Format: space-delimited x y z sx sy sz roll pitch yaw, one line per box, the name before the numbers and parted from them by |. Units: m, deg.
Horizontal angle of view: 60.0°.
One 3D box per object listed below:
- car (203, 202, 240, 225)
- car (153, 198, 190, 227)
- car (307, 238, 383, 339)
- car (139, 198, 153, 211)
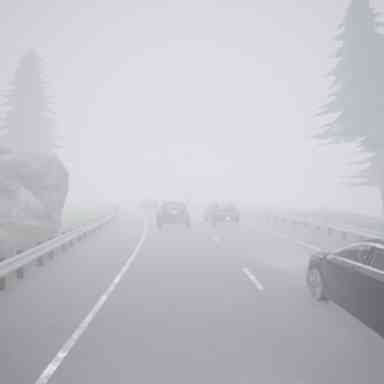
car | 1.992 1.473 23.579 2.128 1.511 4.902 0 0 -8
car | -1.402 1.340 22.591 2.097 1.767 4.553 0 0 -8
car | 3.460 1.482 5.367 2.128 1.511 4.902 0 0 -1
car | -5.223 1.475 39.942 2.128 1.511 4.902 0 0 -17
